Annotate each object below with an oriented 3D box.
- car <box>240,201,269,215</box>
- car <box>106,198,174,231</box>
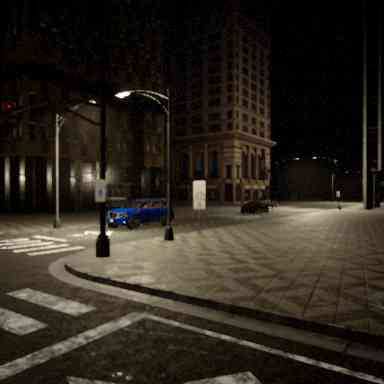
[{"bbox_3d":[7.371,1.856,38.973,1.882,1.535,5.008,0,0,35],"label":"car"},{"bbox_3d":[-3.556,1.489,23.555,2.150,2.045,5.566,0,0,35],"label":"car"}]
